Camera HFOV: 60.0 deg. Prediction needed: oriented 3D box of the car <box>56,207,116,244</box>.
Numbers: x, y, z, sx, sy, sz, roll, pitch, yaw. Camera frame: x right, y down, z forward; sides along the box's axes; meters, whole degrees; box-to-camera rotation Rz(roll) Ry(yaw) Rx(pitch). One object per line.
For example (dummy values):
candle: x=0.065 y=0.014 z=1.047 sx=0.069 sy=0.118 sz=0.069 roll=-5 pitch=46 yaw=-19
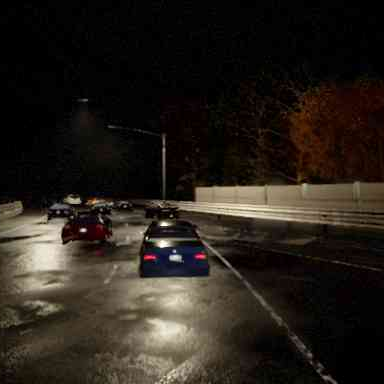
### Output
car: x=-5.025 y=1.639 z=16.363 sx=1.994 sy=1.385 sz=4.181 roll=0 pitch=0 yaw=-9

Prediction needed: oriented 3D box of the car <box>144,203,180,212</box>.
car: x=-2.577 y=1.610 z=27.328 sx=2.128 sy=1.511 sz=4.902 roll=0 pitch=0 yaw=-25

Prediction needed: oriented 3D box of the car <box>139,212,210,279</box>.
car: x=-0.662 y=1.588 z=10.266 sx=2.033 sy=1.411 sz=5.357 roll=0 pitch=0 yaw=-6

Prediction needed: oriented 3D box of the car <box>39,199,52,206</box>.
car: x=-25.934 y=1.882 z=59.254 sx=1.895 sy=1.301 sz=4.718 roll=0 pitch=0 yaw=-35

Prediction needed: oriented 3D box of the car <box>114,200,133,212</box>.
car: x=-8.893 y=1.751 z=42.298 sx=1.994 sy=1.385 sz=4.181 roll=0 pitch=-1 yaw=-23

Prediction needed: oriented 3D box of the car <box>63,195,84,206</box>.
car: x=-21.173 y=1.493 z=58.430 sx=2.150 sy=2.045 sz=5.566 roll=0 pitch=0 yaw=-32

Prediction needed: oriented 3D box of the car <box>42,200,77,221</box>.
car: x=-11.445 y=1.684 z=28.988 sx=2.033 sy=1.411 sz=5.357 roll=0 pitch=0 yaw=-17

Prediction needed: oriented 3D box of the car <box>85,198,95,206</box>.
car: x=-16.252 y=1.737 z=56.833 sx=1.882 sy=1.535 sz=5.008 roll=0 pitch=0 yaw=-30

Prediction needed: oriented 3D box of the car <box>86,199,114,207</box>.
car: x=-9.338 y=1.717 z=33.647 sx=1.994 sy=1.385 sz=4.181 roll=0 pitch=0 yaw=-18
